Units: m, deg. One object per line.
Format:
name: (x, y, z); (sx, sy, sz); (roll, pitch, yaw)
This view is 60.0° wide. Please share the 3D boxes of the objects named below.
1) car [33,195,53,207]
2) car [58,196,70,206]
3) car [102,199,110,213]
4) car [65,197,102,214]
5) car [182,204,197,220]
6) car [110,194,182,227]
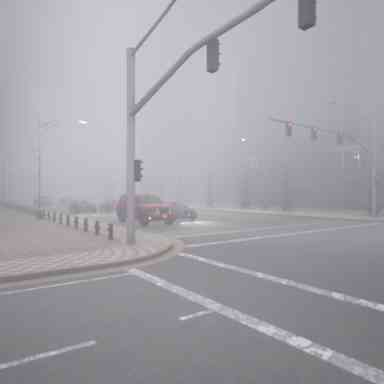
car: (-22.713, 1.299, 50.604); (2.097, 1.767, 4.553); (0, 0, -35)
car: (-19.725, 1.414, 52.436); (1.882, 1.535, 5.008); (0, 0, -35)
car: (-8.678, 1.493, 36.492); (1.994, 1.385, 4.181); (0, 0, -35)
car: (-11.163, 1.498, 33.937); (1.994, 1.385, 4.181); (0, 0, -35)
car: (-1.416, 1.495, 26.215); (1.994, 1.385, 4.181); (0, 0, -36)
car: (-3.307, 1.156, 22.837); (2.150, 2.045, 5.566); (0, 0, -36)
